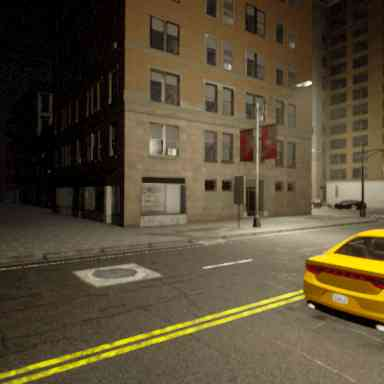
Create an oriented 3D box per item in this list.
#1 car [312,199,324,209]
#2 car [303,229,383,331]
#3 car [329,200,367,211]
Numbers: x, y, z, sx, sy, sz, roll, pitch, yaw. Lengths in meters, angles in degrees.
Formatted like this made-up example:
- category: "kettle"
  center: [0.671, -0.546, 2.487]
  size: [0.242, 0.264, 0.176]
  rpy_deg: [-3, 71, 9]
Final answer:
- category: "car"
  center: [15.578, 1.554, 44.937]
  size: [2.008, 1.369, 4.403]
  rpy_deg: [0, 0, -35]
- category: "car"
  center: [4.276, 1.473, 6.506]
  size: [5.008, 1.535, 1.882]
  rpy_deg: [0, 0, -35]
- category: "car"
  center: [18.854, 1.568, 40.319]
  size: [1.947, 1.339, 4.313]
  rpy_deg: [0, 0, -35]
